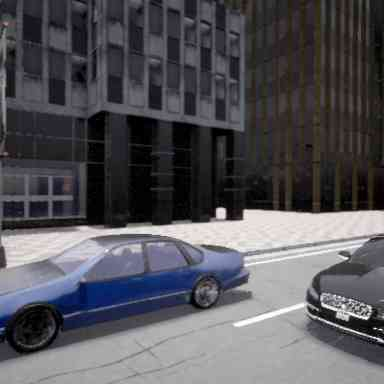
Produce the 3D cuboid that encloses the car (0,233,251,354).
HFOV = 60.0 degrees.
[{"bbox_3d":[-1.312,1.530,6.255,5.357,1.411,2.033,0,0,-35],"label":"car"}]

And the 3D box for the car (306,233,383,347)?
[{"bbox_3d":[4.114,1.515,6.084,4.892,1.490,1.837,0,0,-35],"label":"car"}]
